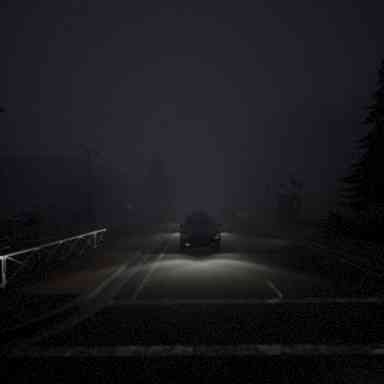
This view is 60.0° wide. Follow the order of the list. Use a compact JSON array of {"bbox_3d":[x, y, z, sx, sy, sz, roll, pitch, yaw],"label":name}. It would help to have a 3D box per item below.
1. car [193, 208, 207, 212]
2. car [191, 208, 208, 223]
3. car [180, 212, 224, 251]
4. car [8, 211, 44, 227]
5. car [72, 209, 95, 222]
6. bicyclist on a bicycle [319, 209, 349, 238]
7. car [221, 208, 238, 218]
[{"bbox_3d":[0.634,2.355,27.599,1.837,1.490,4.892,-1,-2,1],"label":"car"},{"bbox_3d":[0.877,2.658,38.428,1.882,1.535,5.008,-1,-2,2],"label":"car"},{"bbox_3d":[0.438,2.010,17.168,1.882,1.535,5.008,-1,-2,1],"label":"car"},{"bbox_3d":[-16.199,2.581,32.547,1.970,1.475,3.806,-1,-2,1],"label":"car"},{"bbox_3d":[-13.014,2.758,39.880,1.845,1.501,3.633,-1,-2,1],"label":"car"},{"bbox_3d":[7.944,1.790,18.610,1.656,1.620,0.582,-1,-2,1],"label":"bicyclist on a bicycle"},{"bbox_3d":[5.457,3.030,48.259,1.895,1.301,4.718,-1,-2,14],"label":"car"}]
